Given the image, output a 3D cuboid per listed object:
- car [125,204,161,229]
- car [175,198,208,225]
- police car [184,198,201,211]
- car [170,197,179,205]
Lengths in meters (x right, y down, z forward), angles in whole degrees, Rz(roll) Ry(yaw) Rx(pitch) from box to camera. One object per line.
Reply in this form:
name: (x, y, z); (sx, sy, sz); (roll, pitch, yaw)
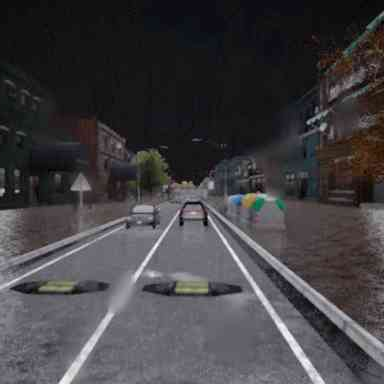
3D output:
car: (-3.093, 1.532, 21.834); (1.812, 1.442, 4.674); (0, 0, 0)
car: (0.105, 1.436, 23.893); (2.033, 1.649, 4.856); (0, 0, 0)
police car: (0.110, 1.542, 41.992); (2.038, 1.542, 4.974); (0, 0, 0)
car: (-3.009, 1.701, 63.605); (1.994, 1.385, 4.181); (0, 0, 1)
